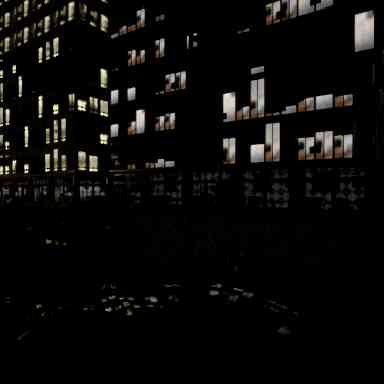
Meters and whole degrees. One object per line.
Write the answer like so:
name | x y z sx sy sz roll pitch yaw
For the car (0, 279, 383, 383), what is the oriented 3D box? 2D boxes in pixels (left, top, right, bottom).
car | -0.441 1.566 3.184 4.313 1.339 1.947 0 0 36
